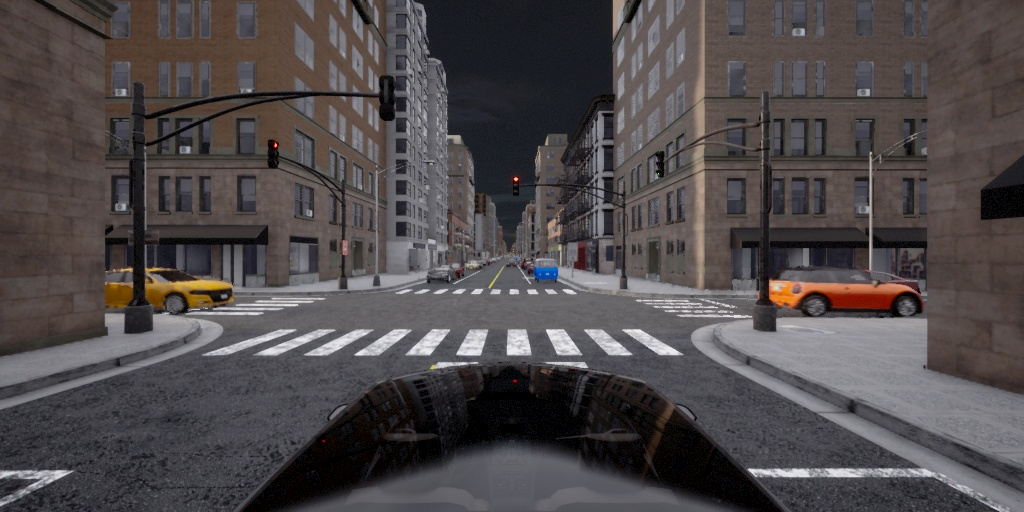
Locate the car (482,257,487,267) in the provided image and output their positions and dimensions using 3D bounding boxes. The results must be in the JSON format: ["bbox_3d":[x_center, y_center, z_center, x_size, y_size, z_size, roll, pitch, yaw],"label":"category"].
[{"bbox_3d":[-5.522,1.306,56.323,1.948,1.339,4.313,0,0,0],"label":"car"}]

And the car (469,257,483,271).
[{"bbox_3d":[-5.508,1.269,50.471,1.751,1.417,4.829,0,0,0],"label":"car"}]

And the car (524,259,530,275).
[{"bbox_3d":[2.544,1.330,39.304,1.802,1.307,4.207,0,0,0],"label":"car"}]

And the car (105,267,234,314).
[{"bbox_3d":[-12.752,1.158,12.760,5.008,1.535,1.882,0,0,0],"label":"car"}]

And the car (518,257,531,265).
[{"bbox_3d":[2.503,1.055,56.349,2.192,1.841,5.009,0,0,0],"label":"car"}]

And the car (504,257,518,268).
[{"bbox_3d":[-0.050,1.337,61.551,1.895,1.301,4.718,0,0,0],"label":"car"}]

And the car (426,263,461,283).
[{"bbox_3d":[-5.453,1.299,27.913,2.007,1.370,4.403,0,0,0],"label":"car"}]

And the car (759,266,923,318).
[{"bbox_3d":[11.636,1.182,12.851,4.553,1.767,2.097,0,0,0],"label":"car"}]

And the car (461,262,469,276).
[{"bbox_3d":[-5.466,1.293,33.595,1.888,1.381,4.507,0,0,0],"label":"car"}]

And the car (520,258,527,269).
[{"bbox_3d":[2.516,1.326,50.667,1.802,1.307,4.207,0,0,0],"label":"car"}]

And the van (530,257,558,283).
[{"bbox_3d":[2.572,1.089,27.942,1.690,1.789,3.998,0,0,0],"label":"van"}]
